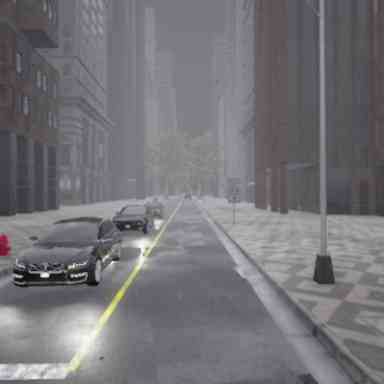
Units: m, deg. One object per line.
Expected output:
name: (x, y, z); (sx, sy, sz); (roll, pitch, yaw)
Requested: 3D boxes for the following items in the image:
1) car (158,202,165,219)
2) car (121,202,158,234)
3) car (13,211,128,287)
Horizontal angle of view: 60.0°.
car: (-3.446, 1.570, 29.909); (2.033, 1.411, 5.357); (0, 0, -1)
car: (-3.331, 1.497, 19.578); (1.882, 1.535, 5.008); (0, 0, -1)
car: (-3.219, 1.519, 9.491); (1.837, 1.490, 4.892); (0, 0, -2)
